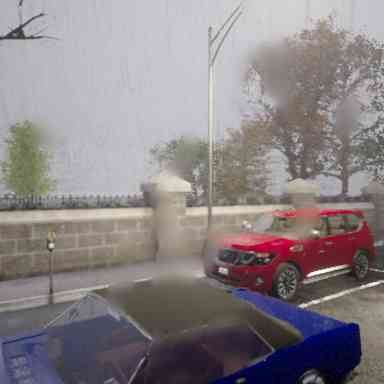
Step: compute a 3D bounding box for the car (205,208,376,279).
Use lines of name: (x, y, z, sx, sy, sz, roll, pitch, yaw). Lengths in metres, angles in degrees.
car: (2.713, 1.368, 8.499, 5.009, 1.841, 2.192, 1, -1, -35)

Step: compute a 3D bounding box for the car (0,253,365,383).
car: (-0.569, 1.610, 2.967, 4.718, 1.301, 1.895, 1, 0, -35)
